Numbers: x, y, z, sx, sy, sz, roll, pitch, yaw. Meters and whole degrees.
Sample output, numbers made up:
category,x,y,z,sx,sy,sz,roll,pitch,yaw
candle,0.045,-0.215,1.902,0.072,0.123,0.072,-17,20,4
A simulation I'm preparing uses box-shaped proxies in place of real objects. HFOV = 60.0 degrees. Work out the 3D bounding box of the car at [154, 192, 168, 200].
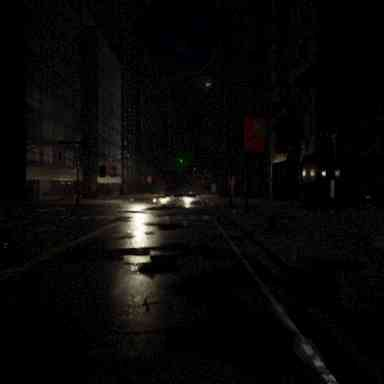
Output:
category,x,y,z,sx,sy,sz,roll,pitch,yaw
car,-6.527,0.786,67.064,1.882,1.535,5.008,0,1,0

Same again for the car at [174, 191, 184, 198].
category,x,y,z,sx,sy,sz,roll,pitch,yaw
car,-3.278,0.527,80.088,2.097,1.767,4.553,0,1,0

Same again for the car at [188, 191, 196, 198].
category,x,y,z,sx,sy,sz,roll,pitch,yaw
car,-0.028,0.700,79.738,2.128,1.511,4.902,0,1,0

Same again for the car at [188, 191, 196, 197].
category,x,y,z,sx,sy,sz,roll,pitch,yaw
car,-0.031,0.499,90.156,1.994,1.385,4.181,0,1,0

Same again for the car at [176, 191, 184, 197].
category,x,y,z,sx,sy,sz,roll,pitch,yaw
car,-3.281,0.498,90.154,1.994,1.385,4.181,0,1,0

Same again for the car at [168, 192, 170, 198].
category,x,y,z,sx,sy,sz,roll,pitch,yaw
car,-6.528,0.743,82.554,1.895,1.301,4.718,0,1,0

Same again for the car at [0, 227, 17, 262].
category,x,y,z,sx,sy,sz,roll,pitch,yaw
car,-6.596,1.454,8.402,2.033,1.411,5.357,0,1,0
